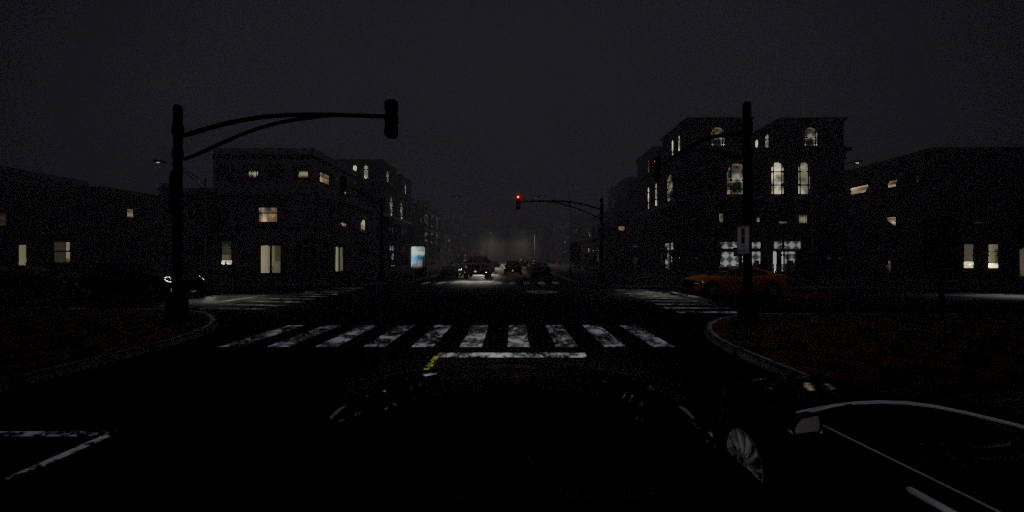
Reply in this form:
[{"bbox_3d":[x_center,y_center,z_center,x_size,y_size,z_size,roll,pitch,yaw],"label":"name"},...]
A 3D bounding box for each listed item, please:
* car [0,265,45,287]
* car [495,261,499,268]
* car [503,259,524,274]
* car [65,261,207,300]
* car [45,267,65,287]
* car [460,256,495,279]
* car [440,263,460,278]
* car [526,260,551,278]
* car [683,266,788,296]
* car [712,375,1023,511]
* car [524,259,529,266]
[{"bbox_3d":[-30.824,1.228,22.455,4.207,1.307,1.802,0,0,1],"label":"car"},{"bbox_3d":[-3.102,1.244,43.951,2.128,1.511,4.902,0,0,1],"label":"car"},{"bbox_3d":[0.092,1.258,40.188,1.837,1.490,4.892,0,0,0],"label":"car"},{"bbox_3d":[-16.830,1.028,16.468,4.553,1.767,2.097,0,0,0],"label":"car"},{"bbox_3d":[-25.458,1.195,22.373,4.829,1.417,1.751,0,0,1],"label":"car"},{"bbox_3d":[-3.118,0.974,33.533,2.150,2.045,5.566,0,0,1],"label":"car"},{"bbox_3d":[-5.696,1.335,33.995,1.802,1.307,4.207,0,0,0],"label":"car"},{"bbox_3d":[2.684,1.318,33.984,1.948,1.339,4.313,0,0,0],"label":"car"},{"bbox_3d":[11.882,1.300,19.229,5.008,1.535,1.882,0,0,1],"label":"car"},{"bbox_3d":[2.691,1.300,1.594,2.007,1.370,4.403,0,0,0],"label":"car"},{"bbox_3d":[2.682,1.336,45.026,1.802,1.307,4.207,0,0,0],"label":"car"}]
